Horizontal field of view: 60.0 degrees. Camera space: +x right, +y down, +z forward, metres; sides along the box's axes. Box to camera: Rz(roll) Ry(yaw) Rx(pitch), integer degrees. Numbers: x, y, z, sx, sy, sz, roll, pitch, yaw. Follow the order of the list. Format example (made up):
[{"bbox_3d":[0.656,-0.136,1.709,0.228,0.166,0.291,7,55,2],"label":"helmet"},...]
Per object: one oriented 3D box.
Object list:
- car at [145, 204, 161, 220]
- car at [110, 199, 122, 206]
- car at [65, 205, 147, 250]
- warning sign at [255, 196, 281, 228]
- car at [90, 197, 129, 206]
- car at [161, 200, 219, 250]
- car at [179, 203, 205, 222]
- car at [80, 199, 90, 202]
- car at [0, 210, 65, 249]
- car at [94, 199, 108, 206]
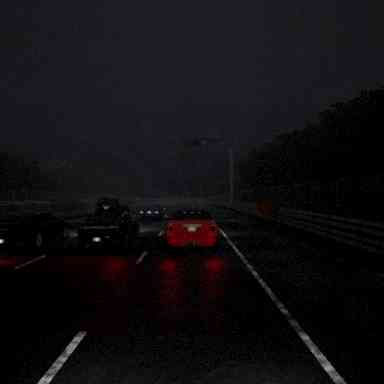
[{"bbox_3d":[-3.500,1.743,29.656,2.033,1.411,5.357,0,-1,0],"label":"car"},{"bbox_3d":[-17.500,2.392,76.750,1.837,1.490,4.892,0,-1,0],"label":"car"},{"bbox_3d":[-3.500,1.545,14.653,2.128,1.511,4.902,0,0,0],"label":"car"},{"bbox_3d":[4.543,1.200,20.071,1.300,1.860,1.060,0,-1,0],"label":"warning sign"},{"bbox_3d":[-7.000,1.438,29.689,2.150,2.045,5.566,0,-1,0],"label":"car"},{"bbox_3d":[0.000,1.416,14.624,2.097,1.767,4.553,0,0,0],"label":"car"},{"bbox_3d":[0.000,1.743,29.656,2.033,1.411,5.357,0,-1,0],"label":"car"},{"bbox_3d":[-24.500,2.370,76.751,1.882,1.535,5.008,0,-1,0],"label":"car"},{"bbox_3d":[-7.000,1.566,14.653,1.837,1.490,4.892,0,0,0],"label":"car"},{"bbox_3d":[-21.000,2.416,76.750,1.812,1.442,4.674,0,-1,0],"label":"car"}]
